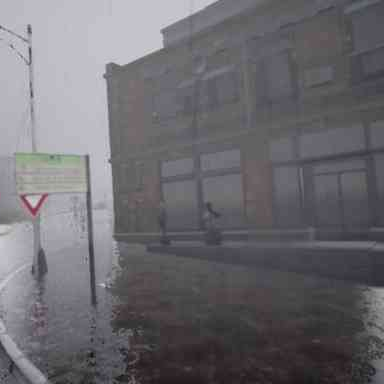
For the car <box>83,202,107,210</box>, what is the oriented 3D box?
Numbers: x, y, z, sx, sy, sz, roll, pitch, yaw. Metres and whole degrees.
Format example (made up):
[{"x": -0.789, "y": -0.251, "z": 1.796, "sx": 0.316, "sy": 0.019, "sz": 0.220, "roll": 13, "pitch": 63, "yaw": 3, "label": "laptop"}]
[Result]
[{"x": -17.274, "y": 2.529, "z": 60.862, "sx": 1.994, "sy": 1.385, "sz": 4.181, "roll": -5, "pitch": 2, "yaw": 17, "label": "car"}]

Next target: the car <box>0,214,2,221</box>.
[{"x": -25.763, "y": 3.147, "z": 41.142, "sx": 4.902, "sy": 1.511, "sz": 2.128, "roll": -2, "pitch": -3, "yaw": 24, "label": "car"}]

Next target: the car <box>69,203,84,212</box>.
[{"x": -20.648, "y": 2.792, "z": 61.259, "sx": 1.812, "sy": 1.442, "sz": 4.674, "roll": -5, "pitch": 2, "yaw": 17, "label": "car"}]
